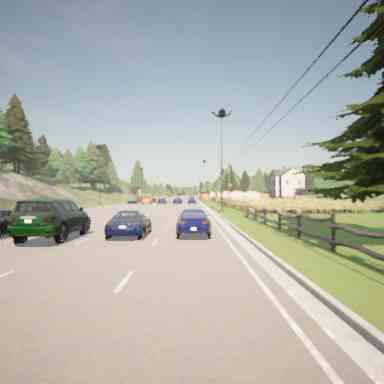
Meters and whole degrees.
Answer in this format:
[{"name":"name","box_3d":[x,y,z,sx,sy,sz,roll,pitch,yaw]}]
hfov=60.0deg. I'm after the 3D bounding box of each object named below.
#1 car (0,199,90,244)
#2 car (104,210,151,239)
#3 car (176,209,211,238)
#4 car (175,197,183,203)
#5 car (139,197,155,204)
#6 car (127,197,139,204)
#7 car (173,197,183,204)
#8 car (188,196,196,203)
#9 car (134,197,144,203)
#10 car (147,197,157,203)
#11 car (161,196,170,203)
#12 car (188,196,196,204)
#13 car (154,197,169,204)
[{"name":"car","box_3d":[-6.905,1.347,16.680,2.150,2.045,5.566,0,0,0]},{"name":"car","box_3d":[-3.407,1.702,18.291,1.994,1.385,4.181,0,0,0]},{"name":"car","box_3d":[0.080,1.666,18.635,1.812,1.442,4.674,0,0,0]},{"name":"car","box_3d":[-3.527,2.048,88.261,1.994,1.385,4.181,0,0,0]},{"name":"car","box_3d":[-10.524,1.934,78.226,2.097,1.767,4.553,0,0,0]},{"name":"car","box_3d":[-14.024,2.175,78.313,1.895,1.301,4.718,0,0,0]},{"name":"car","box_3d":[-3.524,2.130,78.224,1.994,1.385,4.181,0,0,0]},{"name":"car","box_3d":[-0.027,1.850,88.233,2.097,1.767,4.553,0,0,0]},{"name":"car","box_3d":[-14.027,2.047,88.288,1.994,1.385,4.181,0,0,0]},{"name":"car","box_3d":[-10.527,2.020,88.259,2.128,1.511,4.902,0,0,0]},{"name":"car","box_3d":[-7.027,1.973,88.260,1.882,1.535,5.008,0,0,0]},{"name":"car","box_3d":[-0.024,2.104,78.258,1.812,1.442,4.674,0,0,0]},{"name":"car","box_3d":[-7.024,2.053,77.840,1.882,1.535,5.008,0,0,0]}]
